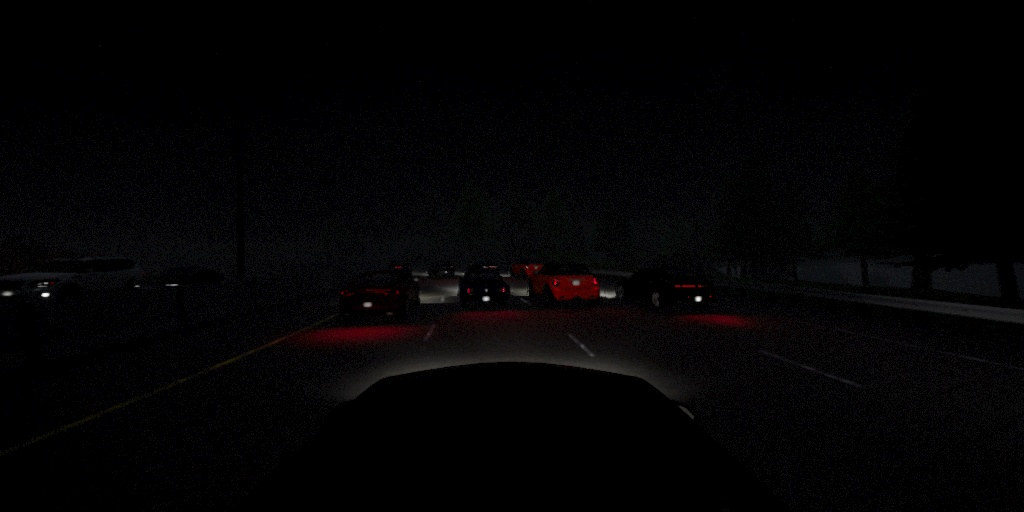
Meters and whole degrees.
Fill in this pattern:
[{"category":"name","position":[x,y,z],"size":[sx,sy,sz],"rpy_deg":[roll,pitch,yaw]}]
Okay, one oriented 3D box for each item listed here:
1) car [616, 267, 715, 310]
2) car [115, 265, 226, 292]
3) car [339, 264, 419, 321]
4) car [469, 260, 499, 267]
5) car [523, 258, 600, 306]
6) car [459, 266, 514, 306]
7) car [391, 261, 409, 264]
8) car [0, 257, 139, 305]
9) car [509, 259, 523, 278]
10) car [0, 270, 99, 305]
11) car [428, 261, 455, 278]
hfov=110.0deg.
[{"category":"car","position":[5.864,1.170,14.328],"size":[1.837,1.490,4.892],"rpy_deg":[0,0,-8]},{"category":"car","position":[-16.332,1.295,17.861],"size":[2.128,1.511,4.902],"rpy_deg":[0,0,-15]},{"category":"car","position":[-4.431,1.219,12.626],"size":[1.882,1.535,5.008],"rpy_deg":[0,0,-8]},{"category":"car","position":[-2.660,1.149,32.720],"size":[2.128,1.511,4.902],"rpy_deg":[0,0,-21]},{"category":"car","position":[2.091,1.038,15.698],"size":[2.097,1.767,4.553],"rpy_deg":[0,0,-9]},{"category":"car","position":[-1.359,1.310,15.632],"size":[1.895,1.301,4.718],"rpy_deg":[0,0,-10]},{"category":"car","position":[-10.512,1.200,33.445],"size":[2.128,1.511,4.902],"rpy_deg":[0,0,-24]},{"category":"car","position":[-19.417,1.052,16.030],"size":[2.150,2.045,5.566],"rpy_deg":[0,0,-14]},{"category":"car","position":[1.313,0.985,32.077],"size":[2.097,1.767,4.553],"rpy_deg":[-1,0,-20]},{"category":"car","position":[-23.406,1.453,17.563],"size":[1.895,1.301,4.718],"rpy_deg":[0,0,-16]},{"category":"car","position":[-6.567,1.174,33.094],"size":[2.128,1.511,4.902],"rpy_deg":[0,0,-22]}]
